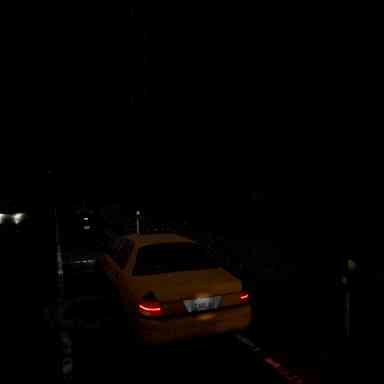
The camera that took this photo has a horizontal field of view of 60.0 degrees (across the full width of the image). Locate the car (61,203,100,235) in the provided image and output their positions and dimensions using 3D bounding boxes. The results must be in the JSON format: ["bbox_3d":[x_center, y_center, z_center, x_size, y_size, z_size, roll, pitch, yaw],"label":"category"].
[{"bbox_3d":[-6.104,1.551,18.699,2.008,1.369,4.403,0,0,-23],"label":"car"}]

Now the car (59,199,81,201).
[{"bbox_3d":[-10.334,1.566,28.904,1.947,1.339,4.313,0,0,-23],"label":"car"}]

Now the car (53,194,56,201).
[{"bbox_3d":[-31.636,1.468,79.545,1.967,1.590,4.097,0,0,-24],"label":"car"}]

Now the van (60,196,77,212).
[{"bbox_3d":[-14.565,1.342,39.110,1.690,1.788,3.998,0,0,-23],"label":"van"}]

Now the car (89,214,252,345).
[{"bbox_3d":[-0.838,1.457,6.757,1.801,1.575,5.366,0,0,-23],"label":"car"}]

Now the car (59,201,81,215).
[{"bbox_3d":[-8.219,1.551,23.802,2.008,1.369,4.403,0,0,-23],"label":"car"}]

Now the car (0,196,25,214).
[{"bbox_3d":[-19.890,1.478,36.550,1.882,1.535,5.008,0,0,-22],"label":"car"}]

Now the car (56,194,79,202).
[{"bbox_3d":[-12.449,1.316,34.007,2.192,1.841,5.009,0,0,-23],"label":"car"}]
